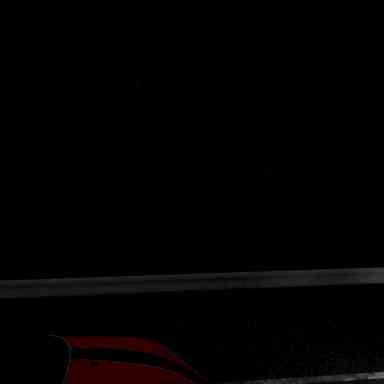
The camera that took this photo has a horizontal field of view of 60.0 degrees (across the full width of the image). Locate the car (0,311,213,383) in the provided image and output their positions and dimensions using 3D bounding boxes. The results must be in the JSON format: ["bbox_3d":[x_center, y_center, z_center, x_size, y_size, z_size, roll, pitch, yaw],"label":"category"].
[{"bbox_3d":[-1.864,1.352,1.651,4.553,1.767,2.097,0,0,-6],"label":"car"}]
